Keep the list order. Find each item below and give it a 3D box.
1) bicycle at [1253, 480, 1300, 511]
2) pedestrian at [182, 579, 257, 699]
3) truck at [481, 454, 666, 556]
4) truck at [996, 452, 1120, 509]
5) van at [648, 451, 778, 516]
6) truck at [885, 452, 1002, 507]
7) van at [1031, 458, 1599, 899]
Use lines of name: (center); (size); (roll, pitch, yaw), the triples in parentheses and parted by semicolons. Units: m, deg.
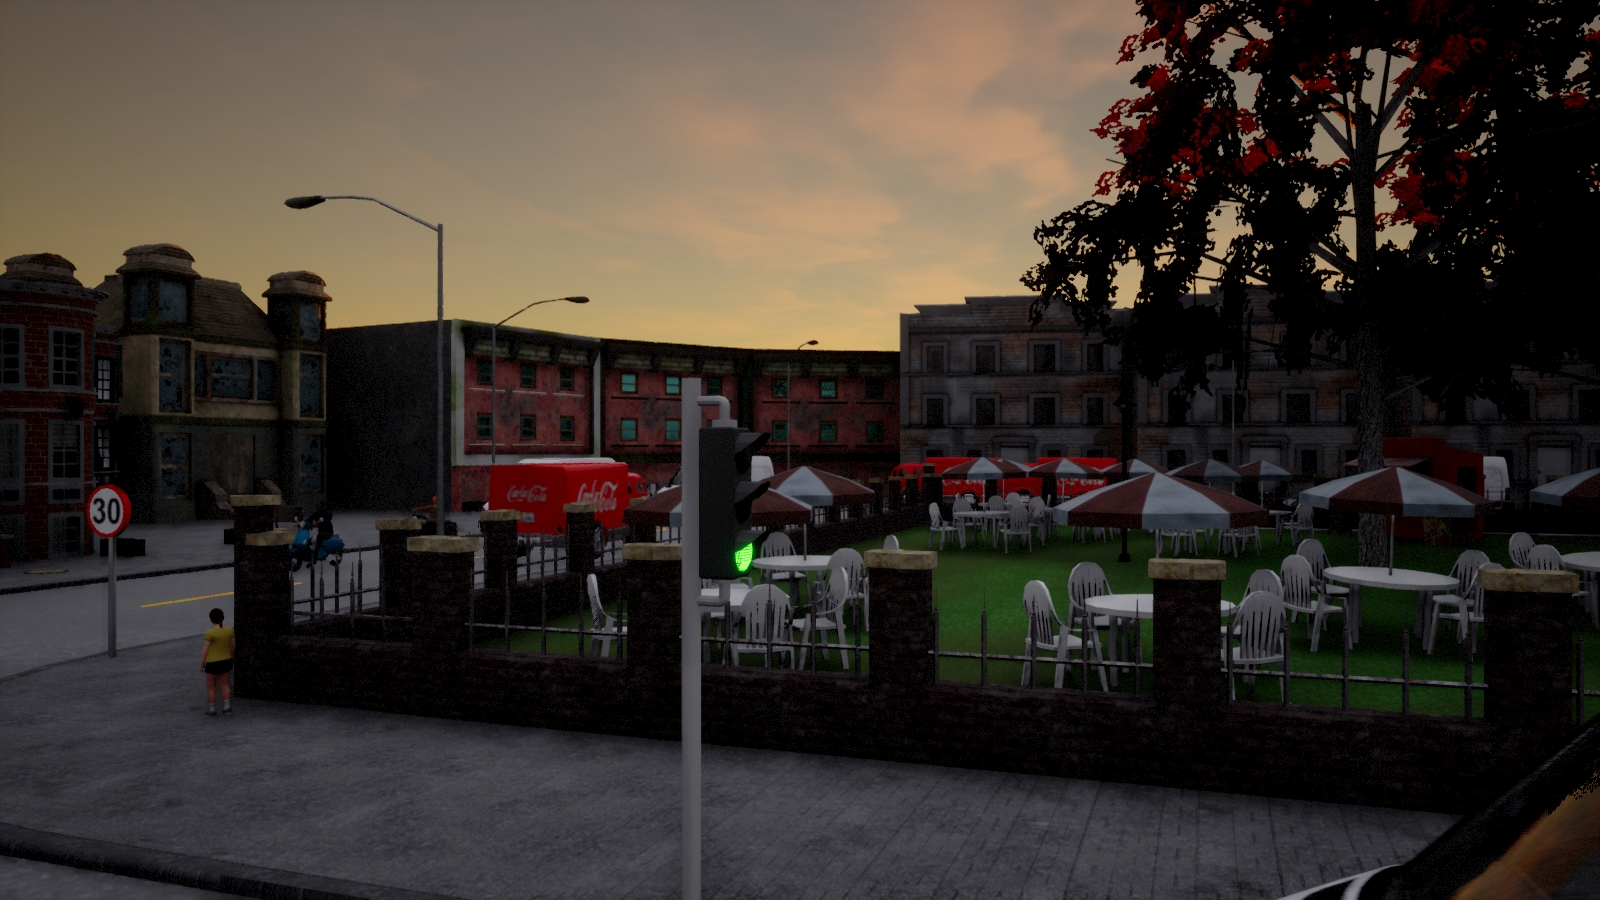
bicycle: (20.335, 1.940, 48.821); (1.835, 1.271, 0.329); (0, 0, 19)
pedestrian: (-5.871, 1.896, 11.555); (0.500, 1.100, 0.500); (0, 0, 35)
truck: (-5.906, 1.348, 30.636); (2.627, 2.467, 5.204); (0, 0, 19)
truck: (11.735, 1.348, 51.842); (5.204, 2.467, 2.627); (0, 0, 19)
van: (-3.575, 1.316, 48.190); (1.988, 2.561, 5.915); (0, 0, 39)
truck: (6.742, 1.349, 53.338); (5.204, 2.467, 2.627); (0, 0, 12)
van: (3.632, 1.315, 2.488); (5.915, 2.561, 1.988); (0, 0, 20)
